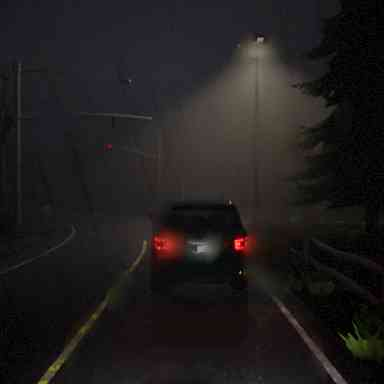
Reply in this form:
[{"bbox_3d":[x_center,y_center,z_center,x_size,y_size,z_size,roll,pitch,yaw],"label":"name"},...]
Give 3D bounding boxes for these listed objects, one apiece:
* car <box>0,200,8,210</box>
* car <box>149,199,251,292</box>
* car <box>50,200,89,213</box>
[{"bbox_3d":[-23.122,1.156,36.703,5.566,2.045,2.150,0,0,16],"label":"car"},{"bbox_3d":[0.010,1.205,9.126,2.150,2.045,5.566,0,0,-5],"label":"car"},{"bbox_3d":[-13.231,1.537,35.786,4.718,1.301,1.895,0,0,36],"label":"car"}]
